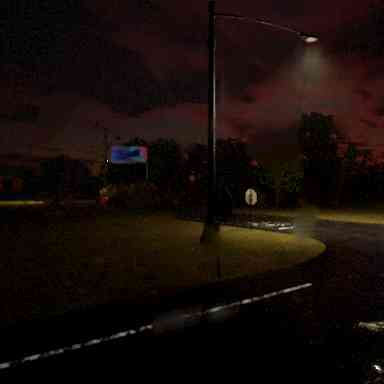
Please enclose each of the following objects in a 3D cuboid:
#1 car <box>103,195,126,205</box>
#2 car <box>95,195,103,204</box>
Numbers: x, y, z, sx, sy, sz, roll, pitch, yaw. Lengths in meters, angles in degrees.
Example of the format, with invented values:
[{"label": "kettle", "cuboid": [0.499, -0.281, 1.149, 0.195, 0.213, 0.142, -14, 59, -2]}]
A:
[{"label": "car", "cuboid": [-12.754, 1.248, 55.885, 2.097, 1.767, 4.553, 0, 0, -34]}, {"label": "car", "cuboid": [-16.225, 1.237, 60.968, 2.097, 1.767, 4.553, 0, 0, -34]}]
